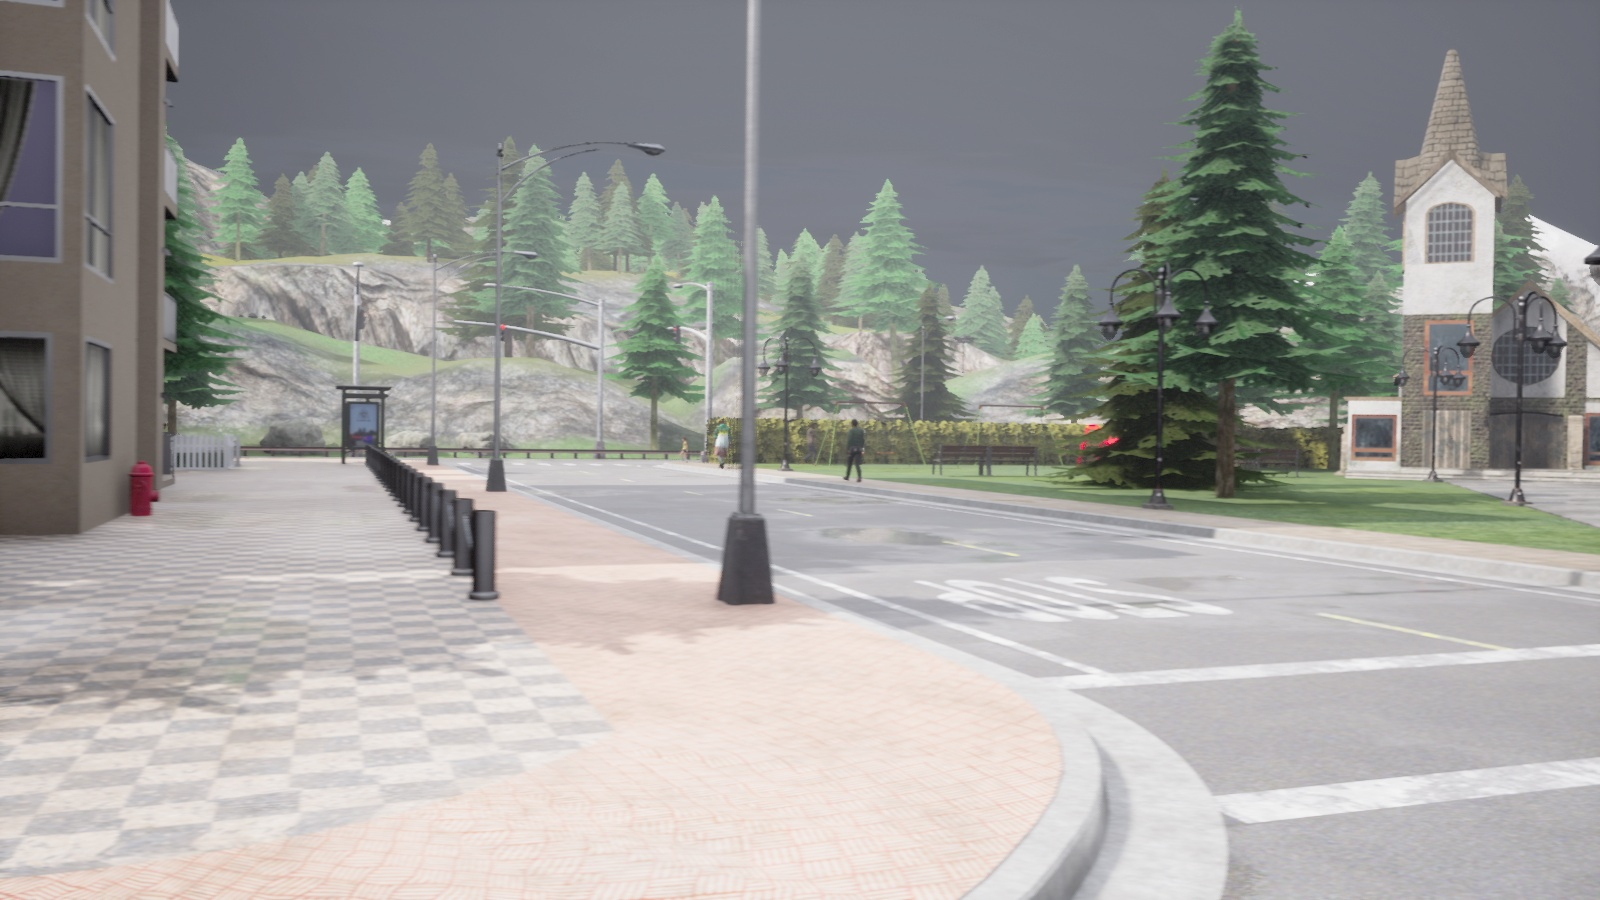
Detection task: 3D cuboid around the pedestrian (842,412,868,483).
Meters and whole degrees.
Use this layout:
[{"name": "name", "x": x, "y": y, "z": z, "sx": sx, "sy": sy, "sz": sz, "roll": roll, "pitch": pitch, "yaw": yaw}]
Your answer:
[{"name": "pedestrian", "x": 1.521, "y": -0.069, "z": 34.968, "sx": 0.423, "sy": 1.949, "sz": 0.788, "roll": -1, "pitch": 1, "yaw": -21}]

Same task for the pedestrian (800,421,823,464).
[{"name": "pedestrian", "x": 0.480, "y": -0.310, "z": 51.962, "sx": 0.869, "sy": 1.805, "sz": 0.328, "roll": 0, "pitch": 1, "yaw": 10}]

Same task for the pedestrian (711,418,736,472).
[{"name": "pedestrian", "x": -2.796, "y": -0.200, "z": 45.790, "sx": 0.659, "sy": 1.952, "sz": 0.873, "roll": -1, "pitch": 1, "yaw": -24}]
